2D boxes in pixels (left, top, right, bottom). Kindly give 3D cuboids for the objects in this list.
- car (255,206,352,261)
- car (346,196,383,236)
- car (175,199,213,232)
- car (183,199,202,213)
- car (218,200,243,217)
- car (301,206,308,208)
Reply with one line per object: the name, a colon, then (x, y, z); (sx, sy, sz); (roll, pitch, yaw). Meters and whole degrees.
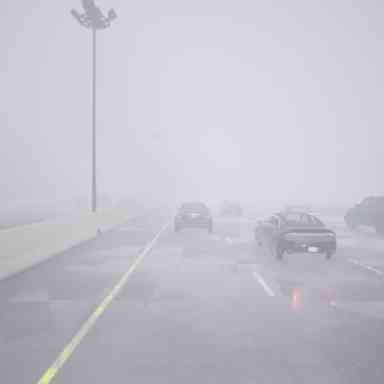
car: (3.596, 1.492, 12.315); (2.128, 1.511, 4.902); (0, 0, 0)
car: (10.594, 1.222, 18.363); (2.150, 2.045, 5.566); (0, 0, 0)
car: (0.092, 1.352, 20.064); (2.097, 1.767, 4.553); (0, 0, 0)
car: (0.086, 1.547, 38.884); (2.033, 1.411, 5.357); (0, 0, 0)
car: (3.588, 1.492, 31.052); (2.128, 1.511, 4.902); (0, 0, 0)
car: (7.093, 1.601, 23.111); (1.895, 1.301, 4.718); (0, 0, 0)
